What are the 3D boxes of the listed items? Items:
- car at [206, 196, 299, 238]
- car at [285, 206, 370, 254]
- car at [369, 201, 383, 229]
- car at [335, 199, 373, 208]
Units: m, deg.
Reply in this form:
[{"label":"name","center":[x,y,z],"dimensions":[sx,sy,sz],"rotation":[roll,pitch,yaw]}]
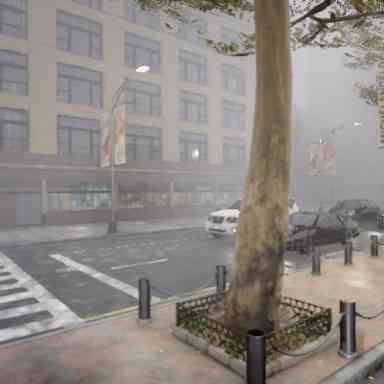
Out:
[{"label":"car","center":[3.269,1.229,16.808],"dimensions":[5.566,2.045,2.150],"rotation":[0,0,-38]},{"label":"car","center":[4.912,1.532,13.647],"dimensions":[5.357,1.411,2.033],"rotation":[0,0,-38]},{"label":"car","center":[12.814,1.424,19.834],"dimensions":[4.892,1.490,1.837],"rotation":[0,0,-38]},{"label":"car","center":[11.188,1.294,23.005],"dimensions":[4.553,1.767,2.097],"rotation":[0,0,-38]}]
